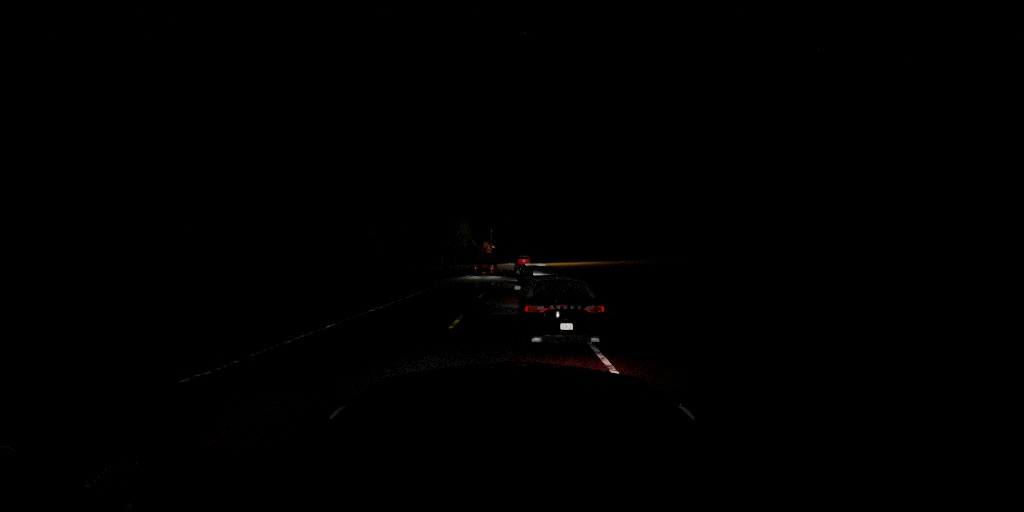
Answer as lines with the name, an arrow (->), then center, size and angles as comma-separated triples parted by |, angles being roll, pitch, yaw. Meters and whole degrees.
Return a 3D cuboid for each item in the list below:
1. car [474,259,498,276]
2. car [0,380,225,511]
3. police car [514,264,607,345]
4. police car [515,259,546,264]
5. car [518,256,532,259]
car -> -2.655, 1.100, 37.248 | 2.097, 1.767, 4.553 | 0, 0, 3
car -> -3.588, 1.351, 1.043 | 1.895, 1.301, 4.718 | 0, 0, 0
police car -> 1.098, 1.175, 9.601 | 1.930, 1.638, 5.238 | 0, 0, 1
police car -> 1.268, 1.176, 19.566 | 1.930, 1.638, 5.238 | 0, 0, 1
car -> 2.087, 0.956, 59.913 | 2.150, 2.045, 5.566 | 0, 0, 4
